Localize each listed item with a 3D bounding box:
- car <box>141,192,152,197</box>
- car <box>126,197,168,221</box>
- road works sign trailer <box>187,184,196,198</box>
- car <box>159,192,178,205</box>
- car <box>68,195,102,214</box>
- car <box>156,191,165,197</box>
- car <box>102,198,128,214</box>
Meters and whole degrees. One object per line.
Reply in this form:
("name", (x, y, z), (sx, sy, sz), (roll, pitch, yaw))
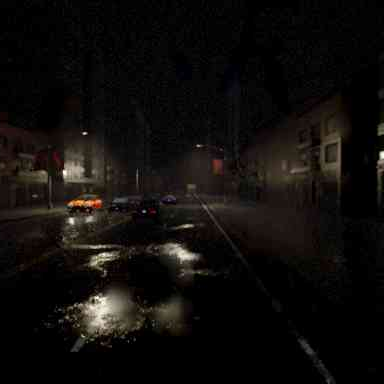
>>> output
("car", (-9.777, 0.799, 71.313), (1.837, 1.490, 4.892), (0, 1, 0))
("car", (-3.160, 1.318, 24.410), (2.033, 1.411, 5.357), (0, 1, 0))
("road works sign trailer", (-0.033, -0.340, 87.012), (2.380, 3.560, 2.880), (0, 1, 0))
("car", (-3.167, 1.114, 48.176), (1.994, 1.385, 4.181), (0, 0, 0))
("car", (-9.858, 1.061, 30.991), (2.097, 1.767, 4.553), (0, 1, 0))
("car", (-6.527, 0.644, 71.759), (2.097, 1.767, 4.553), (0, 1, 0))
("car", (-6.607, 1.272, 31.122), (1.994, 1.385, 4.181), (0, 1, 0))
